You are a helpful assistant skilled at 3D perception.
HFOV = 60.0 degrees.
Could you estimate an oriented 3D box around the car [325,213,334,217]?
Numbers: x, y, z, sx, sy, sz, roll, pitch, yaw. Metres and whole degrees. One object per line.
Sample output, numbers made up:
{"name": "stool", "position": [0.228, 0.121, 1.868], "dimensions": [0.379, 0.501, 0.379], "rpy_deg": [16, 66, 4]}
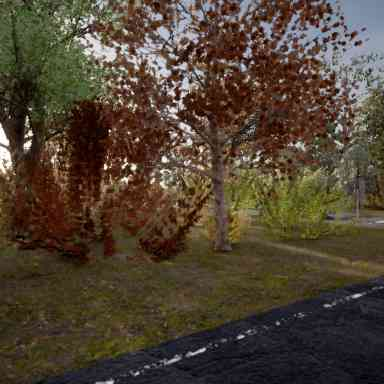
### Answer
{"name": "car", "position": [9.288, 1.144, 27.121], "dimensions": [2.097, 1.767, 4.553], "rpy_deg": [-1, 1, -36]}
